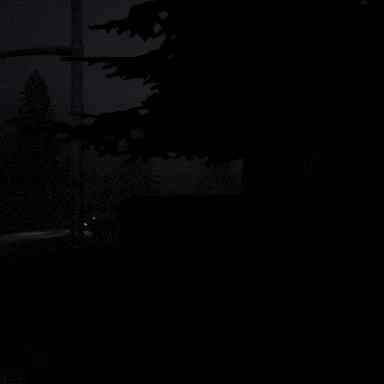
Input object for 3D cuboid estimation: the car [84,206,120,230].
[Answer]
[{"bbox_3d":[-4.994,1.586,21.389,1.895,1.301,4.718,0,0,36],"label":"car"}]
